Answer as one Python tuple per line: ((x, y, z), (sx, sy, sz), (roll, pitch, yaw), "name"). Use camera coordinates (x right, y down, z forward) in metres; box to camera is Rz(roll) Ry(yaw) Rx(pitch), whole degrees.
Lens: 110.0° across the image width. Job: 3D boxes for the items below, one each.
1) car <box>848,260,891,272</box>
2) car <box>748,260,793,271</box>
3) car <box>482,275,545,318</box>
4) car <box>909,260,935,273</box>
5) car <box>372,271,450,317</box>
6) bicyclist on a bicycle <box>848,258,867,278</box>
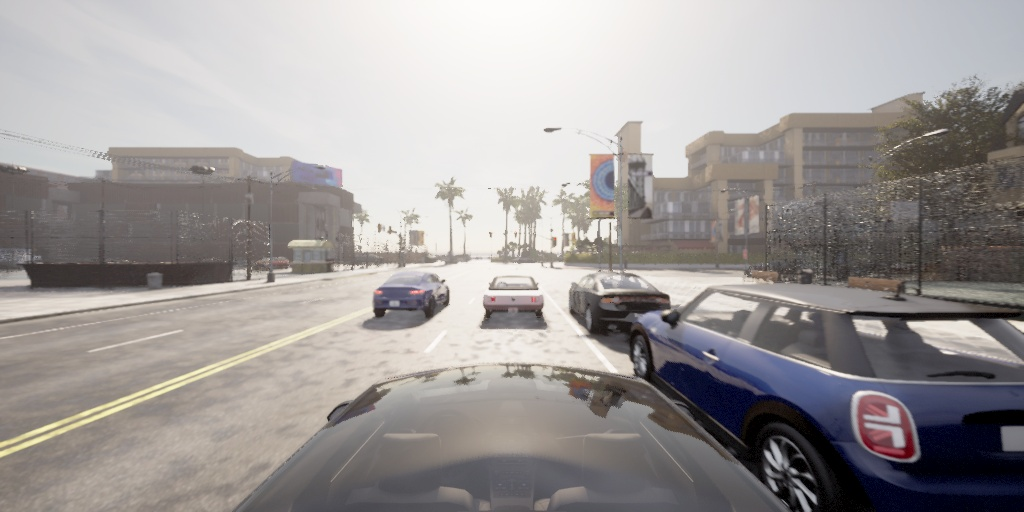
((40.542, 1.175, 41.511), (5.357, 1.411, 2.033), (0, 0, 0), "car")
((32.756, 1.164, 44.984), (5.357, 1.411, 2.033), (0, 0, 0), "car")
((0.062, 1.317, 12.872), (1.895, 1.301, 4.718), (0, 0, 0), "car")
((45.179, 1.130, 38.010), (4.902, 1.511, 2.128), (0, 0, -1), "car")
((-3.438, 1.242, 12.847), (1.812, 1.442, 4.674), (0, 0, 0), "car")
((26.077, 0.973, 26.956), (0.582, 1.620, 1.656), (0, 0, -1), "bicyclist on a bicycle")
